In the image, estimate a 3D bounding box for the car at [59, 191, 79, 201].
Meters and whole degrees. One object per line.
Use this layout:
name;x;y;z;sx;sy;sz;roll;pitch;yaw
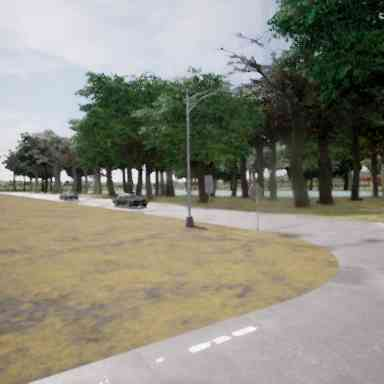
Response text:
car;-18.400;0.537;49.801;1.994;1.385;4.181;-3;2;-36

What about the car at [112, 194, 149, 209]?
car;-6.087;0.884;32.580;1.895;1.301;4.718;-3;2;-36
